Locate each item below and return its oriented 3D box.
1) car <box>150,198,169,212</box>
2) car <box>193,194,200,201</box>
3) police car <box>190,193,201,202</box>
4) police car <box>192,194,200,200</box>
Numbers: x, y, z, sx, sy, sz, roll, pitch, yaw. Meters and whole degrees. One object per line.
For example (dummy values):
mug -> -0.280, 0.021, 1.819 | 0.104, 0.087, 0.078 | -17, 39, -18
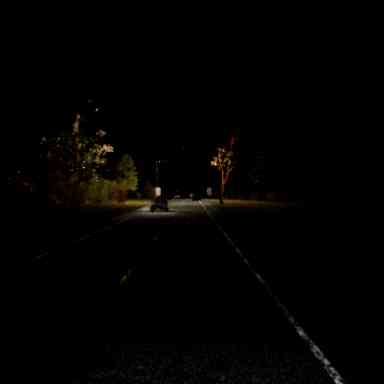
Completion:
car -> -3.597, 1.469, 37.646 | 1.812, 1.442, 4.674 | 0, 0, 0
car -> 1.053, 1.358, 84.854 | 1.837, 1.490, 4.892 | 0, 0, 0
police car -> 1.044, 1.299, 74.970 | 1.930, 1.638, 5.238 | 0, 0, 0
police car -> 1.066, 1.264, 90.963 | 1.930, 1.638, 5.238 | 0, 0, 0
